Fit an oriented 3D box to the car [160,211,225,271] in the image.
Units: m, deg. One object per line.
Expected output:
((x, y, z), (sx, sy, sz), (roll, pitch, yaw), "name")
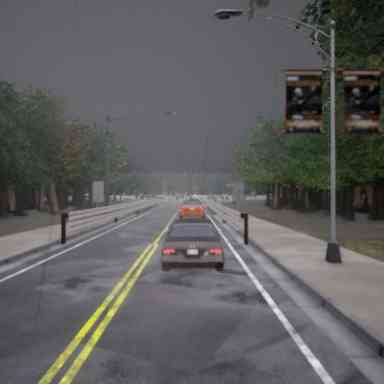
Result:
((0.030, 1.577, 10.969), (2.033, 1.411, 5.357), (0, 0, 0), "car")

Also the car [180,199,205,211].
((0.028, 1.428, 29.422), (2.097, 1.767, 4.553), (0, 0, 0), "car")
